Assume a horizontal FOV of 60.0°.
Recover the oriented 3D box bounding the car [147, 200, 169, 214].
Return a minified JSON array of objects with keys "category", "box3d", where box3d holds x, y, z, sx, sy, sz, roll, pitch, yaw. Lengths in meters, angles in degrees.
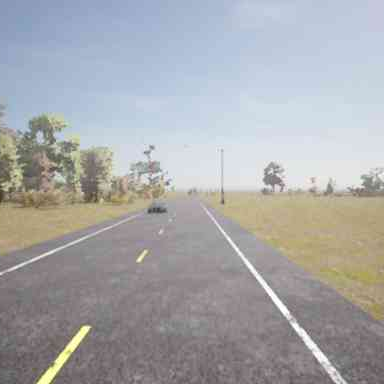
[{"category":"car","box3d":[-3.574,1.567,35.468,1.994,1.385,4.181,0,0,0]}]
